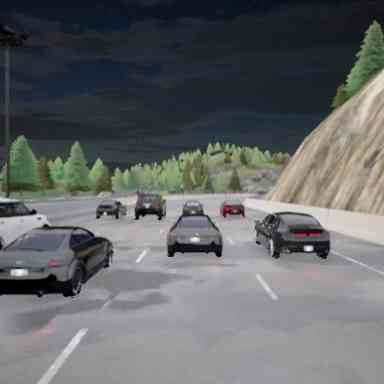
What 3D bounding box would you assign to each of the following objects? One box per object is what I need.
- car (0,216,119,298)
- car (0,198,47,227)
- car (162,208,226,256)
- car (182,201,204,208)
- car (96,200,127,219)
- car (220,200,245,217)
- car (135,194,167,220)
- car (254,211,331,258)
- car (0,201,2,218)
[{"bbox_3d":[-3.400,1.553,8.556,1.994,1.385,4.181,0,0,0],"label":"car"},{"bbox_3d":[-6.899,1.208,11.405,2.150,2.045,5.566,0,0,0],"label":"car"},{"bbox_3d":[0.100,1.548,13.056,1.994,1.385,4.181,0,0,0],"label":"car"},{"bbox_3d":[0.088,1.489,29.838,1.812,1.442,4.674,0,0,0],"label":"car"},{"bbox_3d":[-6.899,1.470,28.828,1.837,1.490,4.892,0,0,0],"label":"car"},{"bbox_3d":[3.601,1.441,30.335,1.882,1.535,5.008,0,0,0],"label":"car"},{"bbox_3d":[-3.398,1.188,27.922,2.150,2.045,5.566,0,0,0],"label":"car"},{"bbox_3d":[3.601,1.489,12.683,1.837,1.490,4.892,0,0,0],"label":"car"},{"bbox_3d":[-17.596,1.516,26.413,2.033,1.411,5.357,0,0,0],"label":"car"}]
